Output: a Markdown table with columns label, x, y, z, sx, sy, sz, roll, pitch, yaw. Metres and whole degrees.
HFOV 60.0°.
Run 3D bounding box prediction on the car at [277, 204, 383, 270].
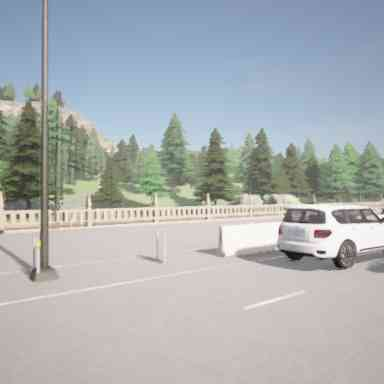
| label | x | y | z | sx | sy | sz | roll | pitch | yaw |
| --- | --- | --- | --- | --- | --- | --- | --- | --- | --- |
| car | 5.527 | 1.462 | 12.211 | 5.566 | 2.045 | 2.150 | 0 | -2 | -35 |

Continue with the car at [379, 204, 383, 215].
| label | x | y | z | sx | sy | sz | roll | pitch | yaw |
| --- | --- | --- | --- | --- | --- | --- | --- | --- | --- |
| car | 27.757 | 2.325 | 45.401 | 4.892 | 1.490 | 1.837 | 0 | -2 | -35 |
